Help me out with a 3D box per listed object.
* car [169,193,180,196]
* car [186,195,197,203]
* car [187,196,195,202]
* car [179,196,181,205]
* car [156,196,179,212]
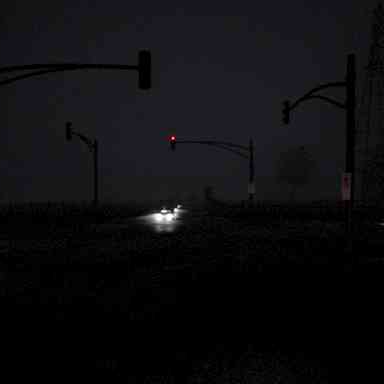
[{"bbox_3d":[-3.036,1.210,57.768,2.150,2.045,5.566,0,0,0],"label":"car"},{"bbox_3d":[-0.146,1.340,67.077,2.097,1.767,4.553,0,0,-1],"label":"car"},{"bbox_3d":[-0.299,1.586,78.313,1.895,1.301,4.718,0,0,0],"label":"car"},{"bbox_3d":[-2.993,1.589,47.416,1.895,1.301,4.718,0,0,0],"label":"car"},{"bbox_3d":[-2.946,1.481,37.600,2.128,1.511,4.902,0,0,0],"label":"car"}]
